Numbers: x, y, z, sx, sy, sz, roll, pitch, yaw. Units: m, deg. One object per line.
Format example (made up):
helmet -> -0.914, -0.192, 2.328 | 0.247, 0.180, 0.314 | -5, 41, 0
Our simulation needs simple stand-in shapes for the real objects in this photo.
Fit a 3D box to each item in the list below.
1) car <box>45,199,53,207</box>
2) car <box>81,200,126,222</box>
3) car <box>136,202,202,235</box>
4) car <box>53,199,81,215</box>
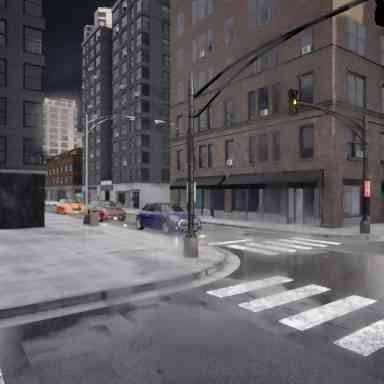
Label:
car -> -24.761, 1.863, 57.213 | 1.895, 1.301, 4.718 | 0, 0, -35
car -> -7.217, 1.464, 27.588 | 2.097, 1.767, 4.553 | 0, 0, -35
car -> -1.447, 1.420, 19.504 | 2.097, 1.767, 4.553 | 0, 0, -38
car -> -13.132, 1.508, 35.919 | 2.097, 1.767, 4.553 | 0, 0, -34
